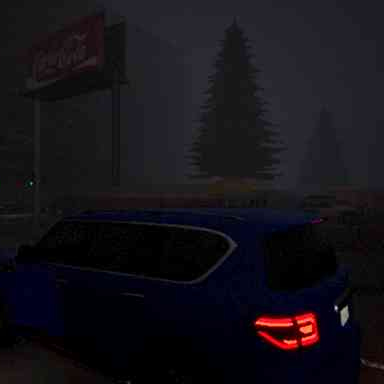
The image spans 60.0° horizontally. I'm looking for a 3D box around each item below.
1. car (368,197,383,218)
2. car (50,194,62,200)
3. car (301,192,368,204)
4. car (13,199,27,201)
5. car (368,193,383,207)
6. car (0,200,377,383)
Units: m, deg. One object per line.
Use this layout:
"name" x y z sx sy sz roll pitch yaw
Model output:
"car" 11.109 1.338 24.067 4.193 1.474 1.816 0 0 35
"car" -13.986 1.222 36.249 2.150 2.045 5.566 0 0 35
"car" 9.169 1.149 22.010 3.866 1.878 1.905 0 0 35
"car" -18.602 1.526 35.781 1.812 1.442 4.674 0 0 35
"car" 26.613 1.285 47.798 3.988 1.617 1.851 0 0 35
"car" -0.798 1.218 4.568 5.566 2.045 2.150 0 0 36
